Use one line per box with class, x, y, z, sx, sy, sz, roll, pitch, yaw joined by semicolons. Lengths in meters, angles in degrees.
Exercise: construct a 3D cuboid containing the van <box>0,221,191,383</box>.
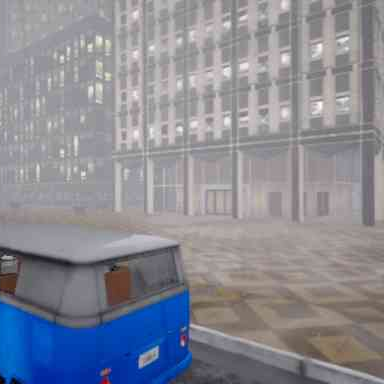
van;-1.916;1.330;4.251;3.998;1.788;1.690;0;0;36
